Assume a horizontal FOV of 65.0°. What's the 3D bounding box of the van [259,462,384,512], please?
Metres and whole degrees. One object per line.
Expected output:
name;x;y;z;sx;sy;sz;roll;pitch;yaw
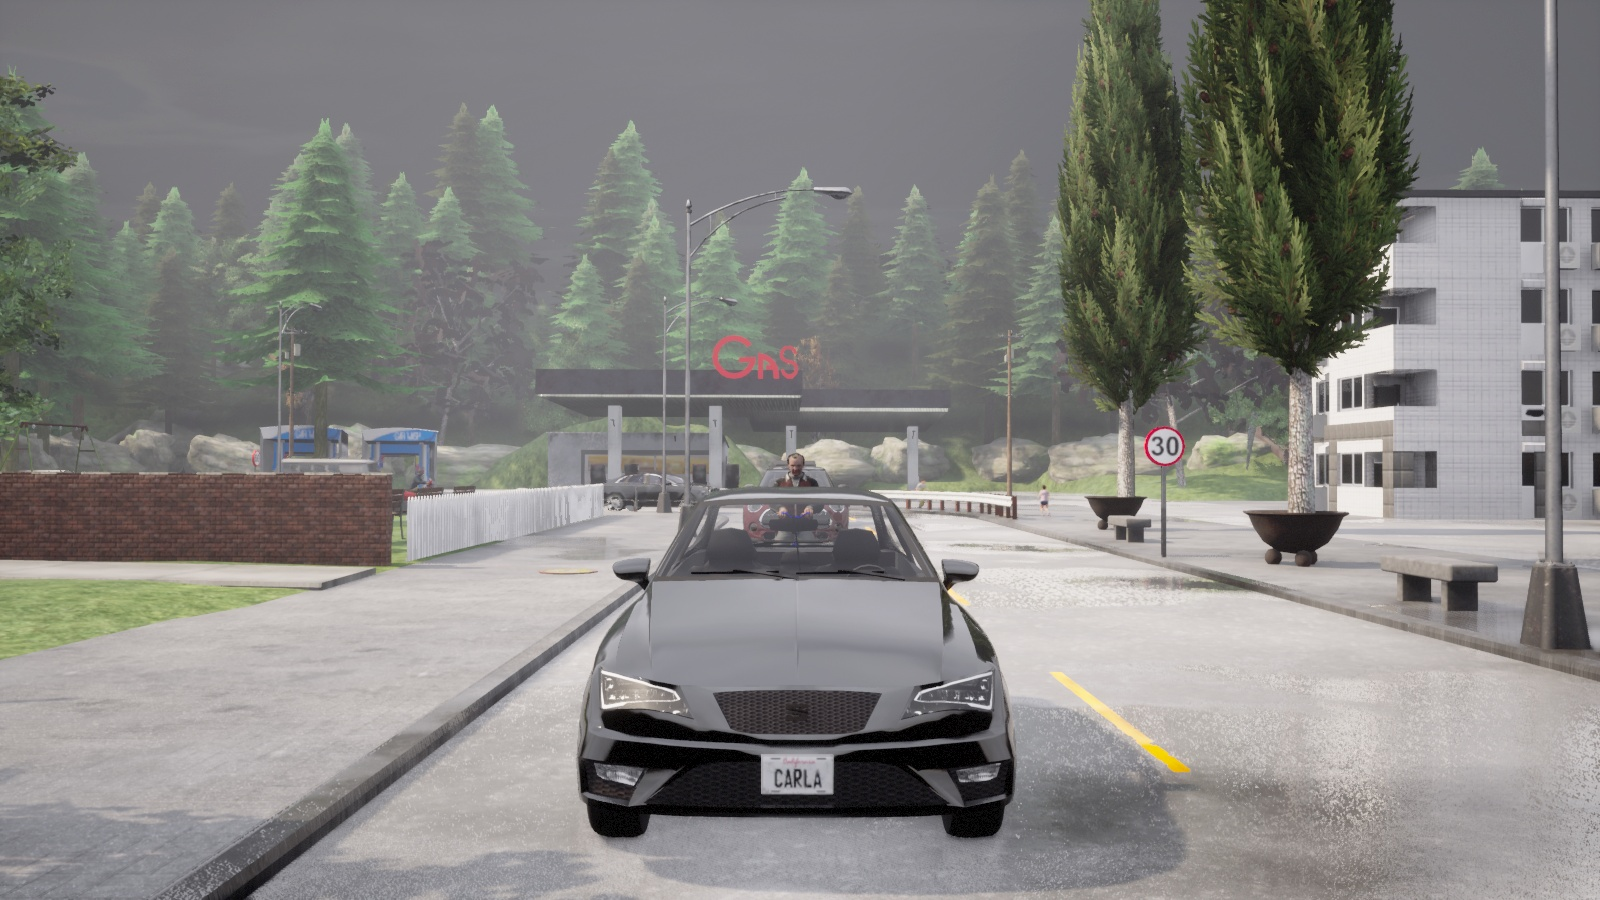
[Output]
van;-19.484;1.504;51.261;4.442;1.987;1.775;0;-1;0

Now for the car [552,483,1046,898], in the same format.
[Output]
car;-0.018;0.941;6.728;1.816;1.474;4.193;0;-1;0

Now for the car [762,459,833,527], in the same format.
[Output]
car;-0.125;1.223;36.492;1.905;1.878;3.866;0;-1;-3

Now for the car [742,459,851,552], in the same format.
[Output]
car;-0.074;1.117;26.363;2.097;1.767;4.553;0;-1;0

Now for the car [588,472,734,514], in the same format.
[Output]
car;-5.113;1.570;46.374;4.902;1.511;2.128;-1;-1;17

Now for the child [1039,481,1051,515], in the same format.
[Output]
child;7.968;1.557;40.866;0.255;1.110;0.394;0;-1;-5
